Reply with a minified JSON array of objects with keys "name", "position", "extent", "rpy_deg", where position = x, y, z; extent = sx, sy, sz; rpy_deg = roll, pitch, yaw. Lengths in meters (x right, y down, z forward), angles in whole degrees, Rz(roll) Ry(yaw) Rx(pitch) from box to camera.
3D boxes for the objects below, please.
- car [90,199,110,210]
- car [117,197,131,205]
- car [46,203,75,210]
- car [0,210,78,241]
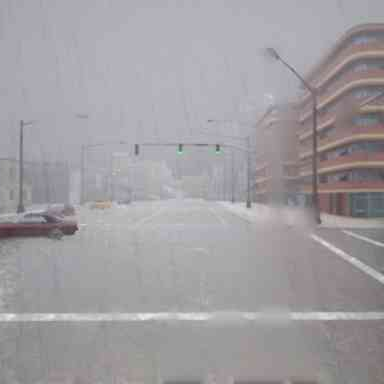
[{"name":"car","position":[-13.080,1.719,47.403],"extent":[1.882,1.535,5.008],"rpy_deg":[0,1,0]},{"name":"car","position":[-12.900,1.657,63.308],"extent":[2.128,1.511,4.902],"rpy_deg":[0,0,1]},{"name":"car","position":[-13.192,1.811,33.339],"extent":[1.812,1.442,4.674],"rpy_deg":[0,0,0]},{"name":"car","position":[-8.232,1.774,16.643],"extent":[4.718,1.301,1.895],"rpy_deg":[0,-1,-20]}]
